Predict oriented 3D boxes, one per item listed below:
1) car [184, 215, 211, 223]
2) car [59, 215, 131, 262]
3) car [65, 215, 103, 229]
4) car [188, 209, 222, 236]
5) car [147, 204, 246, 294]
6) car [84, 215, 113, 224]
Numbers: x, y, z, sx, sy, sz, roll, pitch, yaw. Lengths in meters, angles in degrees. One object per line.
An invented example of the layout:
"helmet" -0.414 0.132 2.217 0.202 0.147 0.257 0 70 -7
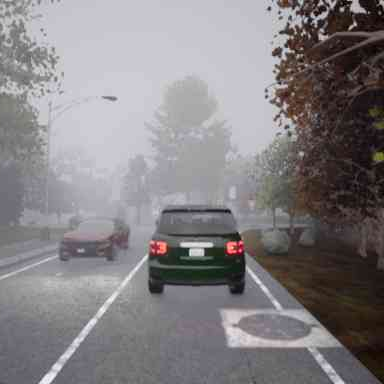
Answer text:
"car" 1.151 5.428 66.530 5.008 1.535 1.882 0 -4 16
"car" -3.683 1.742 13.392 1.882 1.535 5.008 0 -2 -1
"car" -11.860 3.246 36.429 4.892 1.490 1.837 -4 -6 43
"car" 1.062 2.219 24.638 2.097 1.767 4.553 -1 -4 8
"car" 0.114 1.353 9.236 2.150 2.045 5.566 0 -1 0
"car" -16.715 4.969 59.874 1.837 1.490 4.892 -5 -6 38
